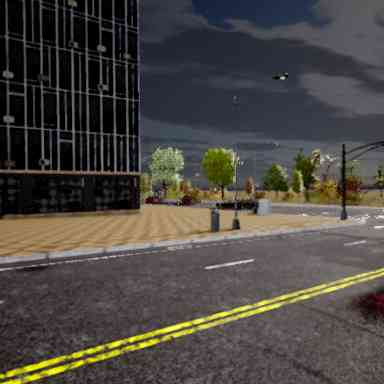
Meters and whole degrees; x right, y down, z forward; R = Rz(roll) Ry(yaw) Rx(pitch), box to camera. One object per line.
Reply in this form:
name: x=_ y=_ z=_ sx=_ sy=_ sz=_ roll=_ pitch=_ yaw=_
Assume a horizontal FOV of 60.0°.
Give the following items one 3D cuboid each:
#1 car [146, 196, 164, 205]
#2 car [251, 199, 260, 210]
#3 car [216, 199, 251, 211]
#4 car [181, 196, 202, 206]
car: x=-7.142 y=1.514 z=64.142 sx=2.097 sy=1.767 sz=4.553 roll=-1 pitch=1 yaw=-33
car: x=8.342 y=1.648 z=46.113 sx=2.033 sy=1.411 sz=5.357 roll=-1 pitch=0 yaw=-33
car: x=5.317 y=1.747 z=44.808 sx=1.895 sy=1.301 sz=4.718 roll=-1 pitch=0 yaw=-33
car: x=-0.169 y=1.466 z=59.271 sx=2.097 sy=1.767 sz=4.553 roll=-1 pitch=0 yaw=-33
